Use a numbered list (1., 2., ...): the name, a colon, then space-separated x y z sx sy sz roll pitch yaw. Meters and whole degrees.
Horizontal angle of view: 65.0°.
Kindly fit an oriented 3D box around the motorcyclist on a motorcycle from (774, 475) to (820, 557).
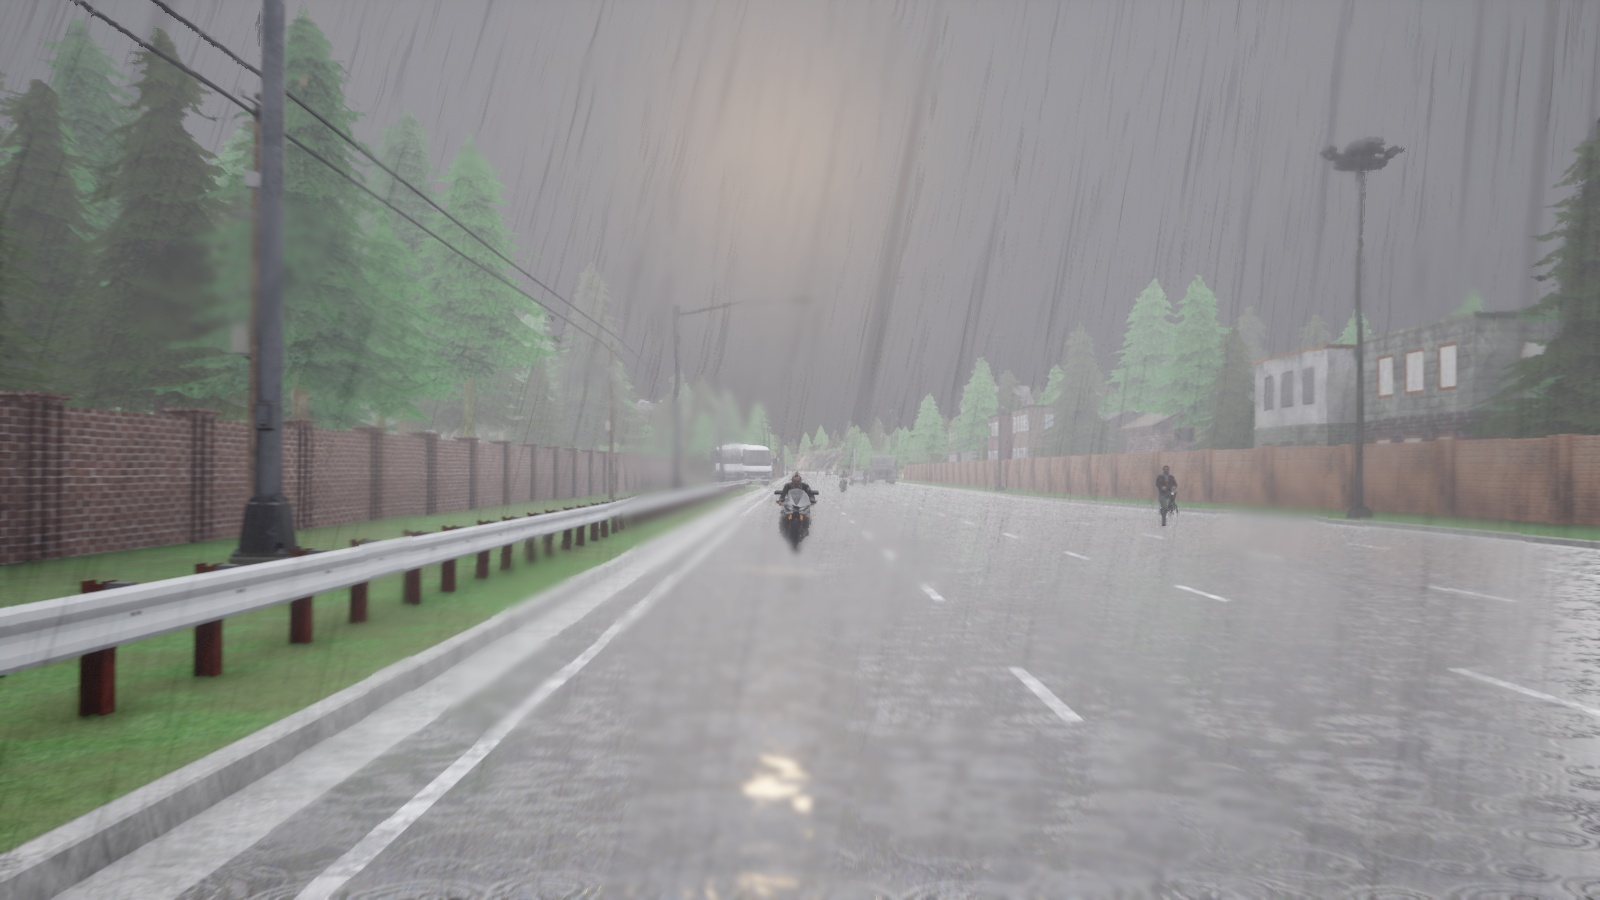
1. motorcyclist on a motorcycle: -0.060 1.261 24.639 0.866 1.530 2.191 0 -1 0

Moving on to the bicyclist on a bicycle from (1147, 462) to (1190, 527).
1. bicyclist on a bicycle: 10.413 1.236 35.517 0.659 1.776 1.843 0 -1 0
